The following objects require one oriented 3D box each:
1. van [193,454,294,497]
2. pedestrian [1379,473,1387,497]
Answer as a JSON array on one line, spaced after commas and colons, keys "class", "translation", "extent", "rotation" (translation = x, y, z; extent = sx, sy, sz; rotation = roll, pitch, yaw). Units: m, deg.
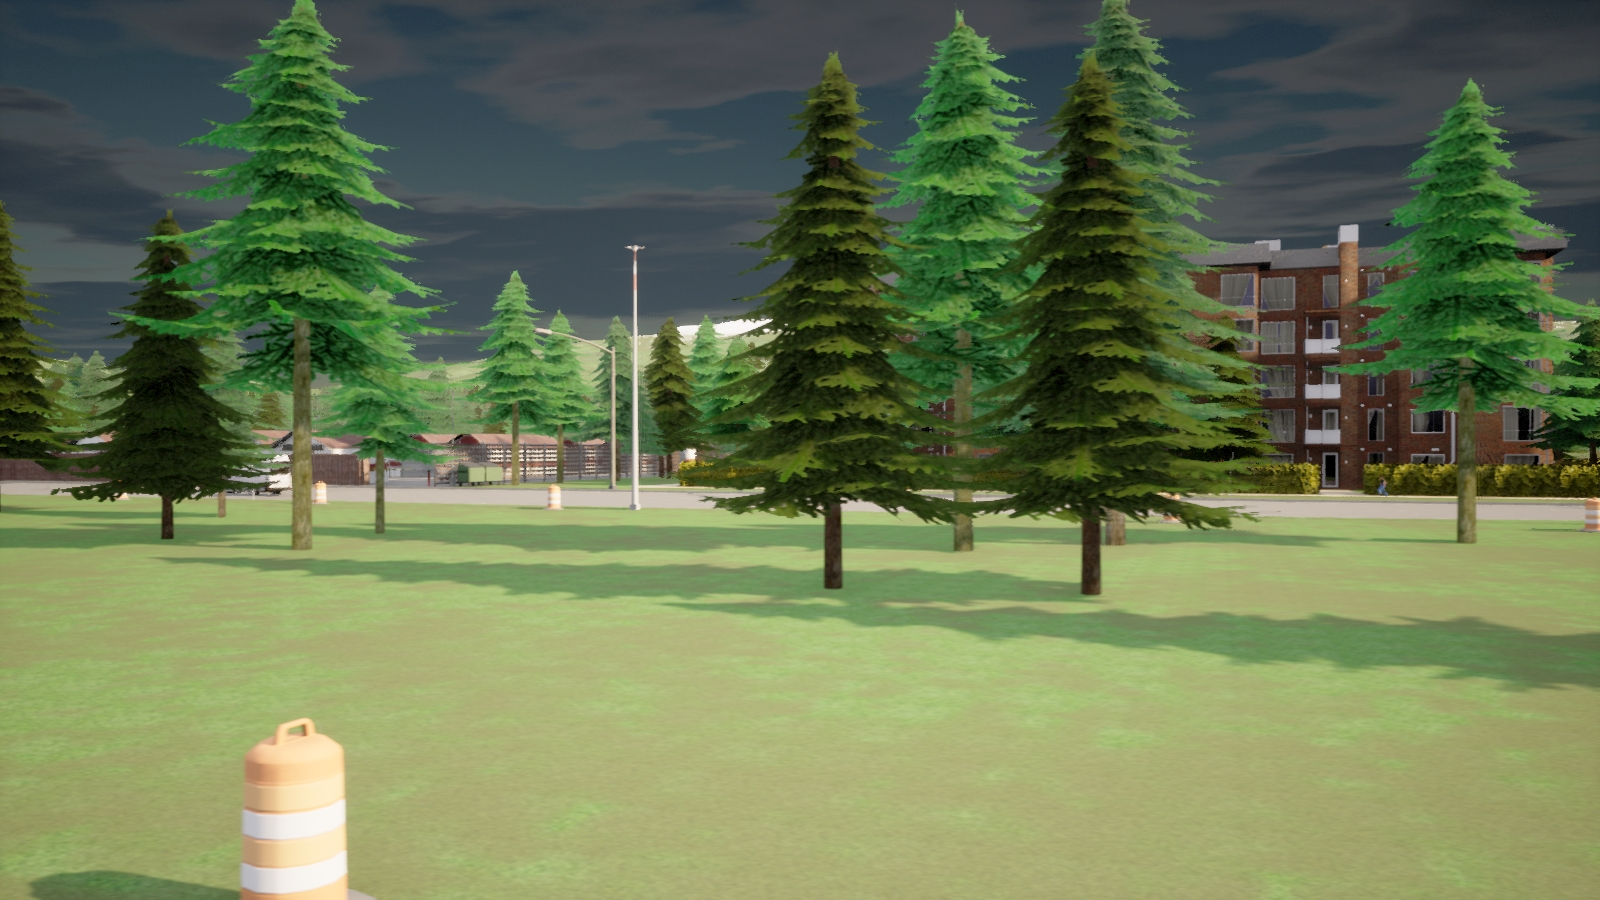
[{"class": "van", "translation": [-34.194, 1.512, 70.193], "extent": [5.915, 2.561, 1.988], "rotation": [0, 0, 20]}, {"class": "pedestrian", "translation": [33.062, 1.980, 64.802], "extent": [0.375, 1.300, 0.375], "rotation": [0, 0, 19]}]
